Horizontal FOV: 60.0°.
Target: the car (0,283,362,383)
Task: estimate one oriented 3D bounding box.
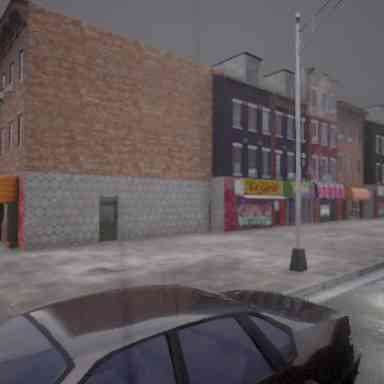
[{"bbox_3d":[-0.624,1.599,2.593,5.357,1.411,2.033,0,-1,-40],"label":"car"}]
